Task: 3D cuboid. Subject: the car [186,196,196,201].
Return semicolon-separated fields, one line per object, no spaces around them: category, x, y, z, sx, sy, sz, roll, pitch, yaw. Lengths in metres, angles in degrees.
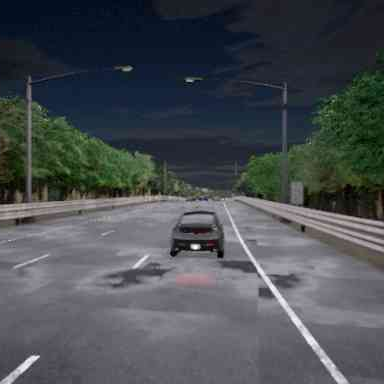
car;-0.556;1.868;90.548;2.033;1.411;5.357;0;-2;5

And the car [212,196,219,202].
car;6.452;1.911;90.369;1.994;1.385;4.181;0;-2;5

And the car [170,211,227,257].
car;0.302;1.493;13.028;1.837;1.490;4.892;0;0;5

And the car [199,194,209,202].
car;2.934;1.816;90.273;1.882;1.535;5.008;0;-2;5
